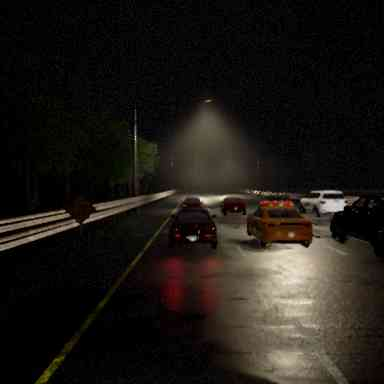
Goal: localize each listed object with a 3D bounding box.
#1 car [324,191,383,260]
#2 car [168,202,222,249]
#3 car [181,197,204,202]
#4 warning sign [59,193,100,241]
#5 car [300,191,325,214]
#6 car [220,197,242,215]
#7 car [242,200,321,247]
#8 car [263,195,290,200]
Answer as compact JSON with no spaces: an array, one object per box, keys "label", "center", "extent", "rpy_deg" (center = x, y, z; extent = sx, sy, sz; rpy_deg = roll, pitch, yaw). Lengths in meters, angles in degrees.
[{"label":"car","center":[7.031,1.098,11.998],"extent":[2.150,2.045,5.566],"rpy_deg":[0,1,0]},{"label":"car","center":[0.052,1.380,13.778],"extent":[1.812,1.442,4.674],"rpy_deg":[0,1,1]},{"label":"car","center":[0.052,1.191,28.876],"extent":[1.812,1.442,4.674],"rpy_deg":[0,1,1]},{"label":"warning sign","center":[-4.543,0.973,13.566],"extent":[1.300,1.860,1.060],"rpy_deg":[0,1,0]},{"label":"car","center":[10.532,0.913,27.034],"extent":[2.150,2.045,5.566],"rpy_deg":[0,1,1]},{"label":"car","center":[3.555,1.137,29.294],"extent":[1.882,1.535,5.008],"rpy_deg":[0,1,0]},{"label":"car","center":[3.554,1.327,14.274],"extent":[1.882,1.535,5.008],"rpy_deg":[0,1,1]},{"label":"car","center":[7.044,1.029,27.993],"extent":[2.097,1.767,4.553],"rpy_deg":[0,1,1]}]
